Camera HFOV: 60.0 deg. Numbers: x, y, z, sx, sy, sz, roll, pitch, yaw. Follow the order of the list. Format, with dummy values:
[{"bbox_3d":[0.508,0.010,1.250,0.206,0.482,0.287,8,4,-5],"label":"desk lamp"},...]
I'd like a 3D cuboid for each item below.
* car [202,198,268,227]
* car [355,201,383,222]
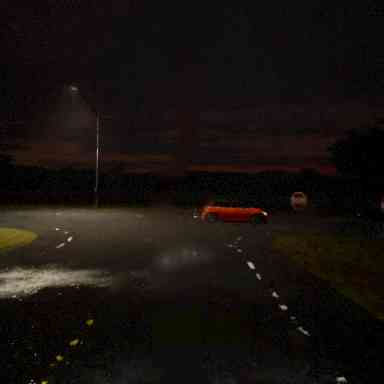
[{"bbox_3d":[2.962,1.350,23.144,4.553,1.767,2.097,2,1,0],"label":"car"},{"bbox_3d":[17.827,1.751,30.060,5.566,2.045,2.150,0,1,0],"label":"car"}]
